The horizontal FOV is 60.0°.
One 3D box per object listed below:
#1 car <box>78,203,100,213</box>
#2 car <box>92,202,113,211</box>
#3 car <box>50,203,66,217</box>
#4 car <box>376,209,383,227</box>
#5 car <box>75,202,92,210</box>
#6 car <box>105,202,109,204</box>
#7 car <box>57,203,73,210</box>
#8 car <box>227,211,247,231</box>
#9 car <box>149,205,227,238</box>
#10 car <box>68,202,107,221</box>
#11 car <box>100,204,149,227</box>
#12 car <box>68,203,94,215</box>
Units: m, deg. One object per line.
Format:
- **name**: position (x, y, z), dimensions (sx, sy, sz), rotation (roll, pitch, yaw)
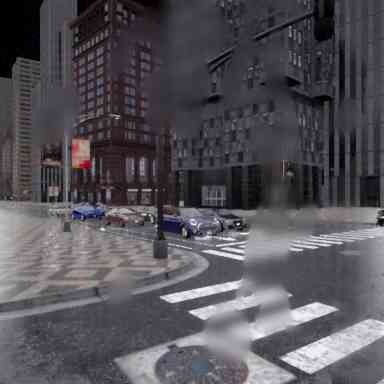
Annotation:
- **car**: position (-16.738, 2.488, 53.931), dimensions (1.837, 1.490, 4.892), rotation (0, -1, -36)
- **car**: position (-15.719, 2.509, 58.086), dimensions (1.882, 1.535, 5.008), rotation (0, -1, -35)
- **car**: position (-16.680, 2.417, 42.432), dimensions (1.895, 1.301, 4.718), rotation (0, -1, -35)
- **car**: position (13.512, 1.258, 18.683), dimensions (5.566, 2.045, 2.150), rotation (-1, 0, 21)
- **car**: position (-21.714, 2.752, 66.434), dimensions (1.812, 1.442, 4.674), rotation (0, -1, -36)
- **car**: position (-9.534, 2.153, 38.000), dimensions (2.128, 1.511, 4.902), rotation (0, -1, -36)
- **car**: position (-24.974, 2.851, 65.401), dimensions (1.895, 1.301, 4.718), rotation (0, -1, -36)
- **car**: position (1.712, 1.861, 22.331), dimensions (1.994, 1.385, 4.181), rotation (0, -1, -36)
- **car**: position (-0.361, 1.636, 19.612), dimensions (2.097, 1.767, 4.553), rotation (0, -1, -35)
- **car**: position (-10.910, 2.103, 34.342), dimensions (1.882, 1.535, 5.008), rotation (0, -1, -36)
- **car**: position (-5.514, 1.976, 26.825), dimensions (1.812, 1.442, 4.674), rotation (0, -1, -36)
- **car**: position (-15.573, 2.353, 46.492), dimensions (2.128, 1.511, 4.902), rotation (0, -1, -35)
